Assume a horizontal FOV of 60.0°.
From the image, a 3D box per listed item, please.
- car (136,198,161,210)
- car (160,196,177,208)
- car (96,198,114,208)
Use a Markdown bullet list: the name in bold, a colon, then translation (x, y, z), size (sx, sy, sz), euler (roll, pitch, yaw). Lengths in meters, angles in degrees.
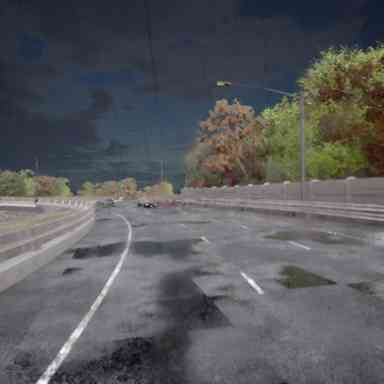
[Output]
- **car**: translation (-6.188, 1.669, 45.055), size (1.895, 1.301, 4.718), euler (-1, 0, -24)
- **car**: translation (-3.921, 1.393, 48.302), size (2.097, 1.767, 4.553), euler (-1, 0, -25)
- **car**: translation (-13.528, 1.647, 51.698), size (2.128, 1.511, 4.902), euler (-1, 0, -29)
